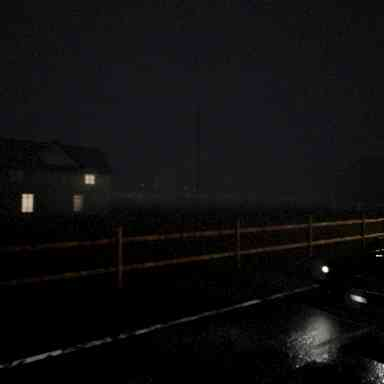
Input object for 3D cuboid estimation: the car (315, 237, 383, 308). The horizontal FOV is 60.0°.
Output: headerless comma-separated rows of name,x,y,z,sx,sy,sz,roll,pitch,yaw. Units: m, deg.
car,4.880,1.681,7.414,4.718,1.301,1.895,1,0,-35
